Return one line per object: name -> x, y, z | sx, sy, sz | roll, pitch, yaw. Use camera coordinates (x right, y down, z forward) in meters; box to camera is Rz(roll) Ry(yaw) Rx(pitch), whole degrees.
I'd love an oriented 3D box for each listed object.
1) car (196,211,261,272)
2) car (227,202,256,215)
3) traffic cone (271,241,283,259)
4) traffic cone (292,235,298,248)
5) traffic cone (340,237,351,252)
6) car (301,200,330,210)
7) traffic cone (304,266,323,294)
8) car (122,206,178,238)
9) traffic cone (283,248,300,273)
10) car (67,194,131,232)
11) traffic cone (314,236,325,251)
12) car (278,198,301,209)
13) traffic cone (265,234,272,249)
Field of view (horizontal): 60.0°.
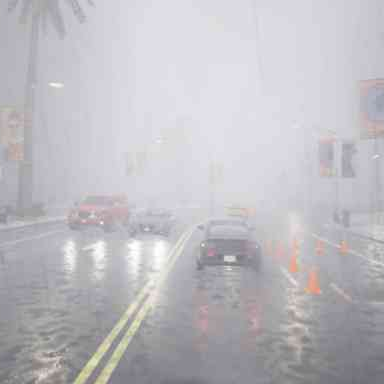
car -> 1.142, 1.571, 10.935 | 1.812, 1.442, 4.674 | 1, 0, 4
car -> 4.656, 1.637, 30.964 | 1.882, 1.535, 5.008 | 1, 0, 21
traffic cone -> 3.105, 2.044, 11.764 | 0.340, 0.580, 0.340 | 1, 0, 4
traffic cone -> 4.235, 2.072, 13.693 | 0.340, 0.580, 0.340 | 1, 0, 4
traffic cone -> 6.230, 2.114, 13.560 | 0.340, 0.580, 0.340 | 1, 0, 4
car -> 19.983, 2.089, 52.968 | 4.181, 1.385, 1.994 | 1, 0, -28
traffic cone -> 2.839, 2.031, 7.773 | 0.340, 0.580, 0.340 | 1, 0, 4
car -> -1.925, 1.558, 17.546 | 1.994, 1.385, 4.181 | 1, 0, 6
traffic cone -> 2.972, 2.037, 9.769 | 0.340, 0.580, 0.340 | 1, 0, 4
car -> -5.277, 1.149, 19.818 | 2.150, 2.045, 5.566 | 1, 0, 6
traffic cone -> 5.233, 2.093, 13.627 | 0.340, 0.580, 0.340 | 1, 0, 4
car -> 16.403, 1.807, 54.975 | 4.553, 1.767, 2.097 | 1, 0, -31
traffic cone -> 3.238, 2.051, 13.760 | 0.340, 0.580, 0.340 | 1, 0, 4
